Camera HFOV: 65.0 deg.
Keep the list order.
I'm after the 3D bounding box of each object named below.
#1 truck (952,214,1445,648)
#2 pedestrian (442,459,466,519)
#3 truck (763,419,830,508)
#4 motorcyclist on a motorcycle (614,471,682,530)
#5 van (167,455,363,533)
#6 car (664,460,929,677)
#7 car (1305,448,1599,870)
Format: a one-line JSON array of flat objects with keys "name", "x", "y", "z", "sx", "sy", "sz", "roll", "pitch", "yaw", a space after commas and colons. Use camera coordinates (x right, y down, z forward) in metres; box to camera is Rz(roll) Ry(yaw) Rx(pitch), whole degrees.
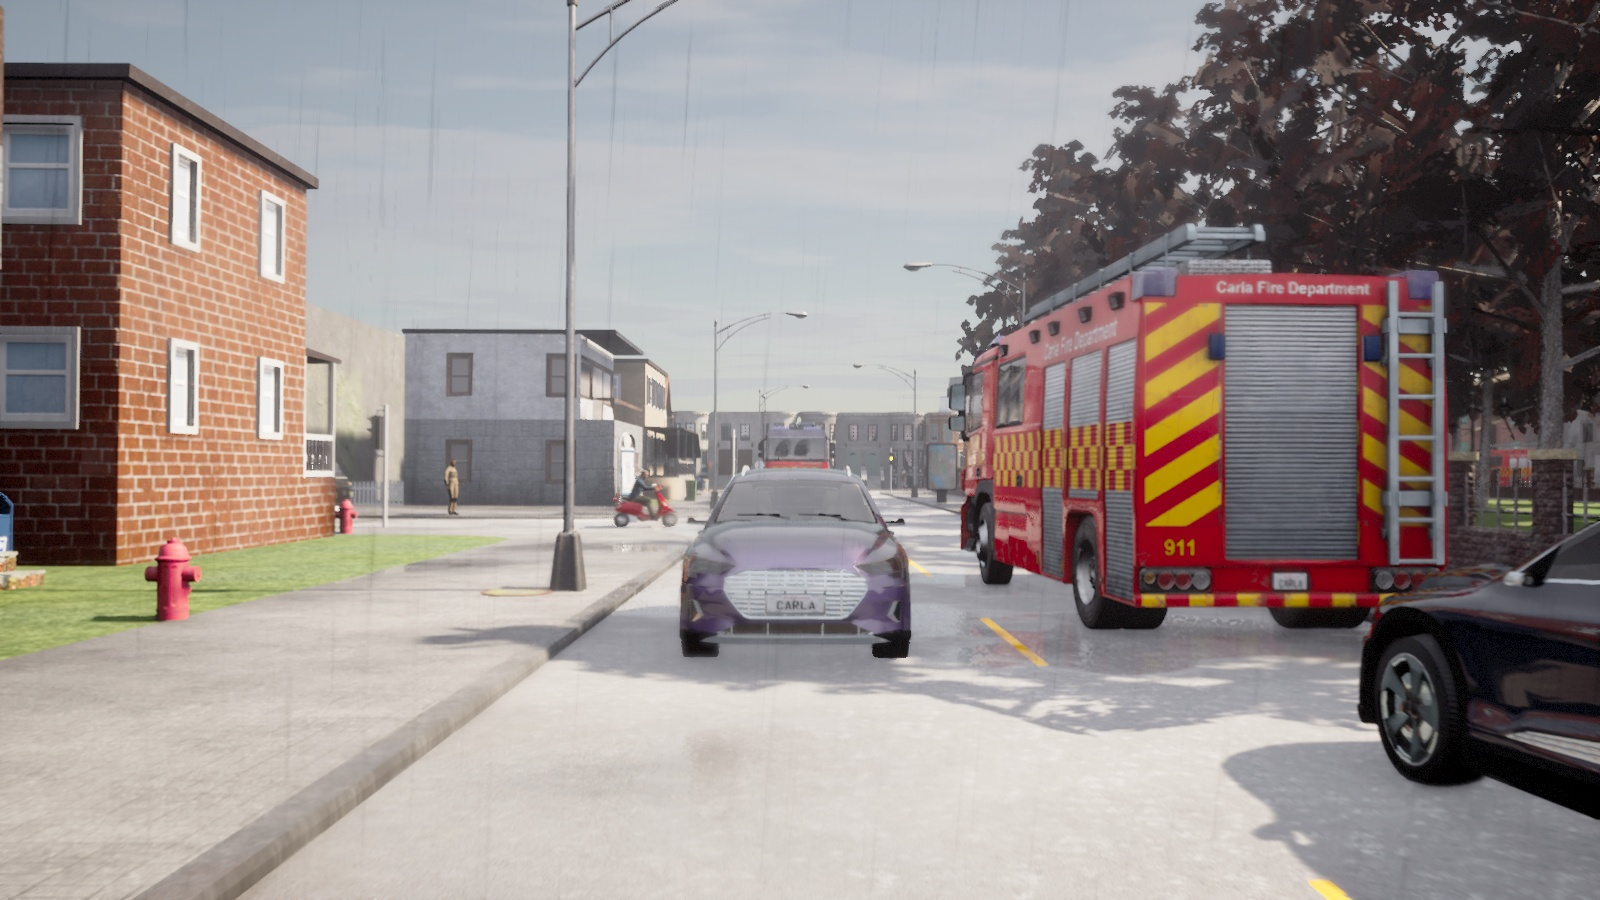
[{"name": "truck", "x": 4.064, "y": -0.105, "z": 15.381, "sx": 2.891, "sy": 3.827, "sz": 8.468, "roll": 0, "pitch": -1, "yaw": -3}, {"name": "pedestrian", "x": -11.315, "y": 1.267, "z": 41.039, "sx": 0.692, "sy": 1.930, "sz": 0.396, "roll": -1, "pitch": -1, "yaw": 33}, {"name": "truck", "x": -0.151, "y": 0.648, "z": 58.712, "sx": 2.891, "sy": 3.827, "sz": 8.468, "roll": 0, "pitch": -1, "yaw": 0}, {"name": "motorcyclist on a motorcycle", "x": -4.181, "y": 1.372, "z": 34.521, "sx": 1.817, "sy": 1.590, "sz": 0.866, "roll": 0, "pitch": -2, "yaw": -7}, {"name": "van", "x": -14.528, "y": 1.179, "z": 34.302, "sx": 4.480, "sy": 2.038, "sz": 2.069, "roll": 0, "pitch": -1, "yaw": 0}, {"name": "car", "x": -0.030, "y": 0.950, "z": 12.076, "sx": 2.033, "sy": 1.649, "sz": 4.856, "roll": 0, "pitch": -1, "yaw": 0}, {"name": "car", "x": 4.142, "y": 0.813, "z": 4.971, "sx": 2.033, "sy": 1.649, "sz": 4.856, "roll": 0, "pitch": -1, "yaw": -4}]
